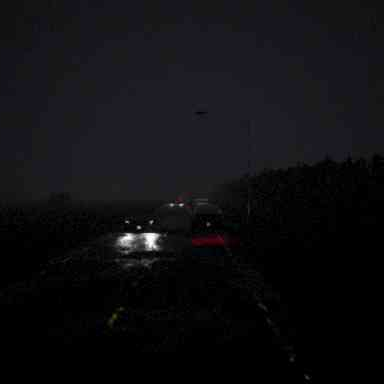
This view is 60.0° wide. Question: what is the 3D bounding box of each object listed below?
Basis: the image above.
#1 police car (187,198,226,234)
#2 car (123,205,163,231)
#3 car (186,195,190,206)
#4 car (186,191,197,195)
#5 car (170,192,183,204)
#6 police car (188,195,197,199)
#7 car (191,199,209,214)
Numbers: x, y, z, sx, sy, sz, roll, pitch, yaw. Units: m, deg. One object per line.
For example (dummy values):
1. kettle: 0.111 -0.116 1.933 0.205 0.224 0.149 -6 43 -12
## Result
1. police car: 0.819 1.403 19.257 1.930 1.638 5.238 0 0 0
2. car: -2.857 1.523 20.583 2.033 1.411 5.357 0 0 0
3. car: -0.015 1.499 52.380 1.895 1.301 4.718 0 0 0
4. car: -0.021 0.873 70.852 2.150 2.045 5.566 0 0 0
5. car: -2.795 1.090 61.368 2.150 2.045 5.566 0 0 1
6. police car: 0.817 1.384 29.256 1.930 1.638 5.238 0 0 0
7. car: 0.815 1.470 35.146 1.812 1.442 4.674 0 0 0
